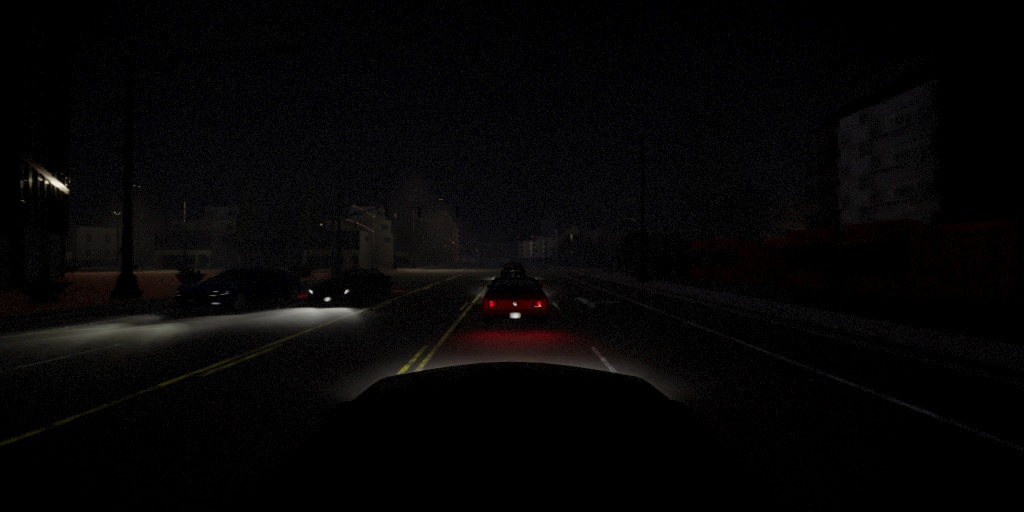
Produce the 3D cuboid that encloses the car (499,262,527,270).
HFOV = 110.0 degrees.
[{"bbox_3d":[0.078,1.226,27.090,1.837,1.490,4.892,0,0,0],"label":"car"}]

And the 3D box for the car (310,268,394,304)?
[{"bbox_3d":[-7.037,1.269,16.351,2.033,1.411,5.357,0,0,0],"label":"car"}]

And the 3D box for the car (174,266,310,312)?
[{"bbox_3d":[-10.557,1.203,14.314,1.882,1.535,5.008,0,0,0],"label":"car"}]

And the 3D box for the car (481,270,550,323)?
[{"bbox_3d":[0.094,1.331,11.984,1.895,1.301,4.718,0,0,0],"label":"car"}]
